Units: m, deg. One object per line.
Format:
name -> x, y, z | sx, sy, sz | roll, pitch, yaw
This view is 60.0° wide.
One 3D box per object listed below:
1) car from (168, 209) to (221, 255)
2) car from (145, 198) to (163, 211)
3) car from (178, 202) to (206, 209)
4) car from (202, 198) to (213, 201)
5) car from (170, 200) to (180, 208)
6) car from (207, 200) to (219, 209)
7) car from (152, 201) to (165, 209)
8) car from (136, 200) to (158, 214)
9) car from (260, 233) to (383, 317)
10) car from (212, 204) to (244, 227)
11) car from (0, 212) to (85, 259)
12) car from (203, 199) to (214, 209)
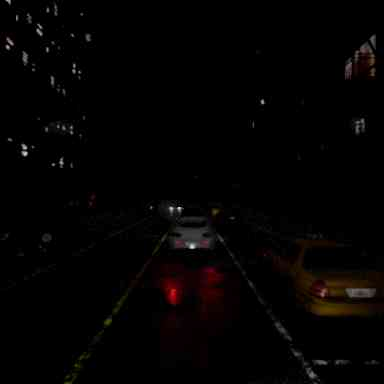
car -> 0.027, 1.676, 13.892 | 1.812, 1.442, 4.674 | 0, 0, 0
car -> -5.788, 1.820, 46.494 | 2.192, 1.841, 5.009 | 1, -1, 0
car -> 0.029, 1.816, 28.490 | 1.837, 1.490, 4.892 | 0, 0, 0
car -> 2.863, 1.941, 57.593 | 2.192, 1.841, 5.009 | 1, -1, 0
car -> -2.997, 2.201, 62.156 | 1.812, 1.442, 4.674 | 0, -1, 0
car -> 2.852, 1.910, 35.490 | 1.752, 1.417, 4.829 | 1, -1, 0
car -> -5.788, 2.208, 57.627 | 1.802, 1.307, 4.206 | 1, -1, 0
car -> -5.793, 1.995, 40.924 | 2.008, 1.369, 4.403 | 1, -1, 0
car -> 2.713, 1.609, 7.652 | 1.752, 1.417, 4.829 | 1, -1, 0
car -> 2.782, 1.835, 24.826 | 1.947, 1.339, 4.313 | 1, -1, 0
car -> -5.692, 1.583, 13.086 | 1.967, 1.590, 4.097 | 1, -1, 0
car -> 2.856, 2.055, 46.456 | 2.008, 1.369, 4.403 | 1, -1, 0
